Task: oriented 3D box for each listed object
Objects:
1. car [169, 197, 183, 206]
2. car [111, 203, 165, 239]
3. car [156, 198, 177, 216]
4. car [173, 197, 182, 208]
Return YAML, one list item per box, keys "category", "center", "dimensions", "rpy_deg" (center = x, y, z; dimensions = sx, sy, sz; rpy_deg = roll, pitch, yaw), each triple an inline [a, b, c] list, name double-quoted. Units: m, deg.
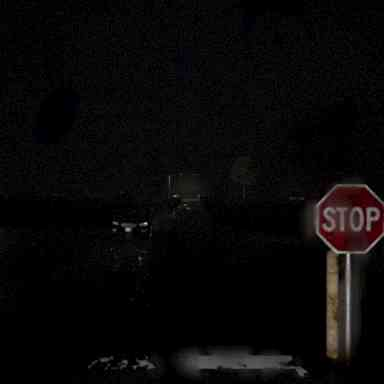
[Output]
- category: "car"
  center: [-2.778, 1.587, 58.059]
  dimensions: [2.033, 1.411, 5.357]
  rpy_deg: [0, 0, 1]
- category: "car"
  center: [-2.818, 1.462, 17.156]
  dimensions: [2.128, 1.511, 4.902]
  rpy_deg: [2, -2, 0]
- category: "car"
  center: [-2.842, 1.576, 31.930]
  dimensions: [1.994, 1.385, 4.181]
  rpy_deg: [0, 0, 0]
- category: "car"
  center: [-2.843, 1.512, 44.819]
  dimensions: [2.128, 1.511, 4.902]
  rpy_deg: [0, 0, 0]
